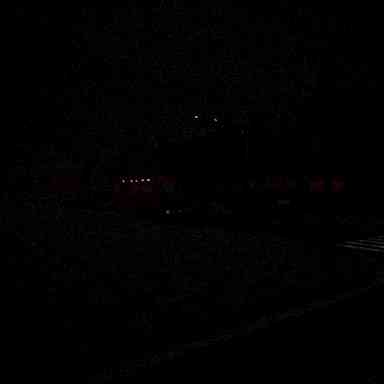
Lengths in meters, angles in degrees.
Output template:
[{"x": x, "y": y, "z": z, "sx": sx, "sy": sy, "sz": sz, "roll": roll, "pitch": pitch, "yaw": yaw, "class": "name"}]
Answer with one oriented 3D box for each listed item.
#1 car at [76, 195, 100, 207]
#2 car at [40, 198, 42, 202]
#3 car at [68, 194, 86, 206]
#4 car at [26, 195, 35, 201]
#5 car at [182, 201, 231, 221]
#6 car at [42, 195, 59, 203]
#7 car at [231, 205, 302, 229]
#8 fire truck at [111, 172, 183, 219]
[{"x": -15.099, "y": 1.500, "z": 49.240, "sx": 1.947, "sy": 1.339, "sz": 4.313, "roll": 0, "pitch": 0, "yaw": -36, "class": "car"}, {"x": -31.807, "y": 1.525, "z": 72.204, "sx": 1.802, "sy": 1.307, "sz": 4.206, "roll": 0, "pitch": 0, "yaw": -36, "class": "car"}, {"x": -18.441, "y": 1.251, "z": 53.833, "sx": 2.192, "sy": 1.841, "sz": 5.009, "roll": 0, "pitch": 0, "yaw": -36, "class": "car"}, {"x": -41.831, "y": 1.520, "z": 85.981, "sx": 2.008, "sy": 1.369, "sz": 4.403, "roll": 0, "pitch": 0, "yaw": -36, "class": "car"}, {"x": 1.509, "y": 1.485, "z": 26.416, "sx": 1.752, "sy": 1.417, "sz": 4.829, "roll": 0, "pitch": 0, "yaw": -36, "class": "car"}, {"x": -28.465, "y": 1.380, "z": 67.611, "sx": 1.967, "sy": 1.590, "sz": 4.097, "roll": 0, "pitch": 0, "yaw": -36, "class": "car"}, {"x": 4.951, "y": 1.518, "z": 21.686, "sx": 1.887, "sy": 1.381, "sz": 4.507, "roll": 0, "pitch": 0, "yaw": -36, "class": "car"}, {"x": -4.321, "y": 0.295, "z": 29.957, "sx": 2.891, "sy": 3.827, "sz": 8.468, "roll": 0, "pitch": 0, "yaw": -36, "class": "fire truck"}]
